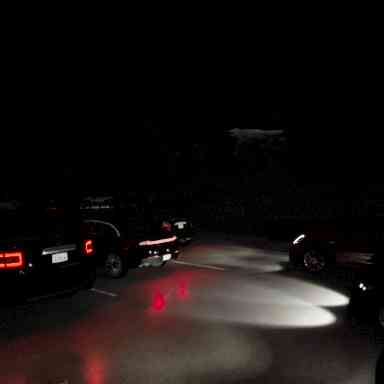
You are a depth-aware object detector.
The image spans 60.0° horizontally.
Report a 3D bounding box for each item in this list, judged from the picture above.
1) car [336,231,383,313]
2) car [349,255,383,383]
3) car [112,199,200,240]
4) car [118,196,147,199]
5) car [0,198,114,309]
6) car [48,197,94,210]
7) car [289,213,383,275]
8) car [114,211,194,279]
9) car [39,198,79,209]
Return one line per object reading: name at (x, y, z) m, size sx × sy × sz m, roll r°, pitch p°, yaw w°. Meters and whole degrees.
car at (4.650, 1.564, 4.965) m, size 4.181 × 1.385 × 1.994 m, roll 0°, pitch 0°, yaw 36°
car at (3.599, 1.474, 1.420) m, size 5.008 × 1.535 × 1.882 m, roll 0°, pitch 0°, yaw 35°
car at (-2.164, 1.351, 14.090) m, size 4.553 × 1.767 × 2.097 m, roll 0°, pitch 0°, yaw 35°
car at (-8.669, 1.405, 49.850) m, size 4.902 × 1.511 × 2.128 m, roll 0°, pitch 0°, yaw -41°
car at (-4.508, 1.221, 7.194) m, size 5.566 × 2.045 × 2.150 m, roll 0°, pitch 0°, yaw 33°
car at (-15.621, 1.453, 43.149) m, size 2.033 × 1.411 × 5.357 m, roll 0°, pitch 0°, yaw 40°
car at (5.024, 1.352, 9.009) m, size 4.553 × 1.767 × 2.097 m, roll 0°, pitch 0°, yaw 36°
car at (-2.623, 1.491, 10.121) m, size 4.902 × 1.511 × 2.128 m, roll 0°, pitch 0°, yaw 36°
car at (-18.119, 1.491, 45.517) m, size 1.895 × 1.301 × 4.718 m, roll 0°, pitch 0°, yaw 43°
